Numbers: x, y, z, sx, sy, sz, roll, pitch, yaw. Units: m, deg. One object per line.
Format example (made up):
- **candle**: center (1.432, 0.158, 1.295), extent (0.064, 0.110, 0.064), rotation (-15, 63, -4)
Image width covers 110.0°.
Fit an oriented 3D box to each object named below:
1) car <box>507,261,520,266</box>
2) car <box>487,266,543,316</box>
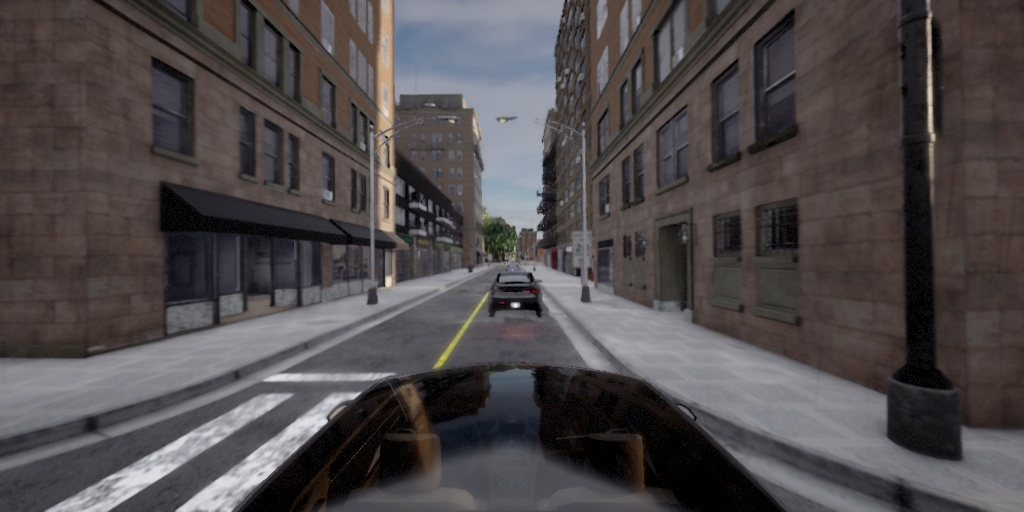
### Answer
- **car**: center (0.097, 1.576, 42.150), extent (1.994, 1.385, 4.181), rotation (-1, 0, 0)
- **car**: center (0.119, 1.318, 13.755), extent (1.837, 1.490, 4.892), rotation (-1, 0, 0)
